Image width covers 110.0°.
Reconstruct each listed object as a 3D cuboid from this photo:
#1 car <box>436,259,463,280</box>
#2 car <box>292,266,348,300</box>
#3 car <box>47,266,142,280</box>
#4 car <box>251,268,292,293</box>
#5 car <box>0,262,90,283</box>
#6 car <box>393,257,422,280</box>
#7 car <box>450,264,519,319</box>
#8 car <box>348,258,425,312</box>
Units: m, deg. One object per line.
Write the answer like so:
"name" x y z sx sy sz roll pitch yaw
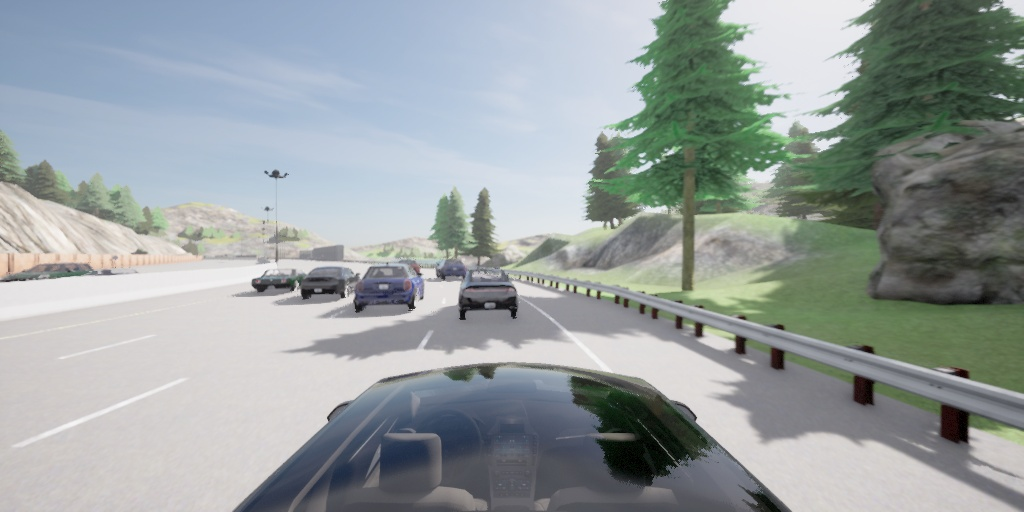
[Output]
"car" -5.223 1.014 30.524 2.097 1.767 4.553 -1 0 -19
"car" -8.874 1.240 17.893 1.837 1.490 4.892 0 0 -11
"car" -24.184 1.412 21.493 1.895 1.301 4.718 0 0 -16
"car" -13.132 1.349 20.935 1.895 1.301 4.718 0 0 -14
"car" -27.925 1.203 21.883 2.097 1.767 4.553 0 0 -19
"car" -9.252 1.034 31.398 2.097 1.767 4.553 0 0 -20
"car" -0.925 1.201 12.717 2.128 1.511 4.902 0 0 -7
"car" -4.756 1.077 14.480 2.097 1.767 4.553 0 0 -9
